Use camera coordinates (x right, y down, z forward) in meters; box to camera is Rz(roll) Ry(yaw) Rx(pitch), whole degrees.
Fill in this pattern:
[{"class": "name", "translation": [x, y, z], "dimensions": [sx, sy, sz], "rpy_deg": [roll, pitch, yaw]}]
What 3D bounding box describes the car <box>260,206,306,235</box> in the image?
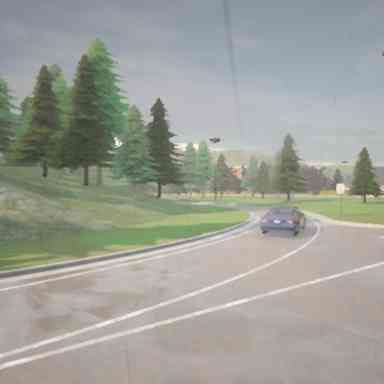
[{"class": "car", "translation": [5.069, 1.454, 18.176], "dimensions": [2.033, 1.411, 5.357], "rpy_deg": [0, 0, 24]}]
